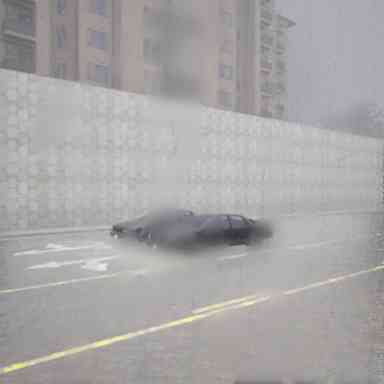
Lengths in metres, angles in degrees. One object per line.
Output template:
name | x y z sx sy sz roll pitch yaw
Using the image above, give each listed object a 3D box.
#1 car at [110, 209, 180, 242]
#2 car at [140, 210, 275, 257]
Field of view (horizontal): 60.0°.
car | -1.136 1.544 16.048 5.357 1.411 2.033 0 0 -35
car | 0.927 1.545 13.159 5.357 1.411 2.033 0 0 -35
